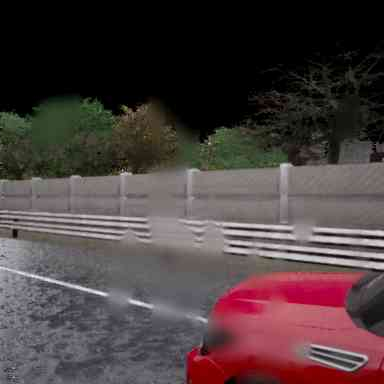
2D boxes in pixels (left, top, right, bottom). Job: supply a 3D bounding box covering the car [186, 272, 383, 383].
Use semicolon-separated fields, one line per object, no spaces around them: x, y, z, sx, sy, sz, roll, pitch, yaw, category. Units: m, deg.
2.600;1.216;2.138;5.566;2.045;2.150;-1;0;35;car
